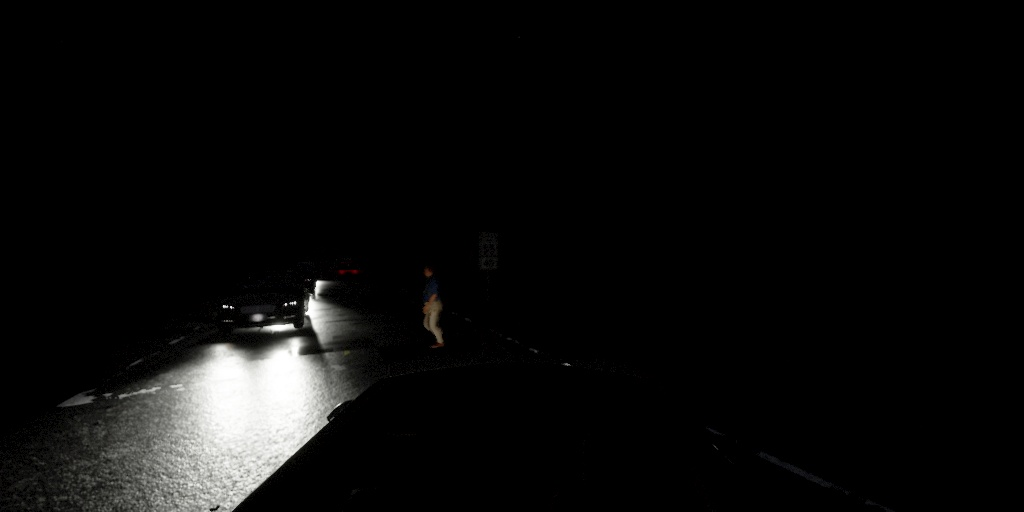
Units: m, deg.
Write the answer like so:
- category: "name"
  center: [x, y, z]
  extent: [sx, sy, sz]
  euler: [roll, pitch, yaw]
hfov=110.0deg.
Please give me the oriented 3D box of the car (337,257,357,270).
- category: "car"
  center: [-20.439, 0.893, 44.453]
  extent: [1.882, 1.535, 5.008]
  euler: [0, 1, -28]

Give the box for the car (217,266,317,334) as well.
- category: "car"
  center: [-7.241, 1.216, 10.816]
  extent: [2.128, 1.511, 4.902]
  euler: [0, 0, -27]

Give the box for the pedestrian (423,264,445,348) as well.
- category: "pedestrian"
  center: [-1.689, 1.037, 7.662]
  extent: [0.375, 1.860, 0.375]
  euler: [-1, 1, -27]

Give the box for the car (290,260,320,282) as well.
- category: "car"
  center: [-16.307, 1.111, 28.398]
  extent: [1.812, 1.442, 4.674]
  euler: [0, 1, -27]

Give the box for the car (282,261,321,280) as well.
- category: "car"
  center: [-11.594, 1.164, 19.260]
  extent: [2.128, 1.511, 4.902]
  euler: [0, 0, -27]
